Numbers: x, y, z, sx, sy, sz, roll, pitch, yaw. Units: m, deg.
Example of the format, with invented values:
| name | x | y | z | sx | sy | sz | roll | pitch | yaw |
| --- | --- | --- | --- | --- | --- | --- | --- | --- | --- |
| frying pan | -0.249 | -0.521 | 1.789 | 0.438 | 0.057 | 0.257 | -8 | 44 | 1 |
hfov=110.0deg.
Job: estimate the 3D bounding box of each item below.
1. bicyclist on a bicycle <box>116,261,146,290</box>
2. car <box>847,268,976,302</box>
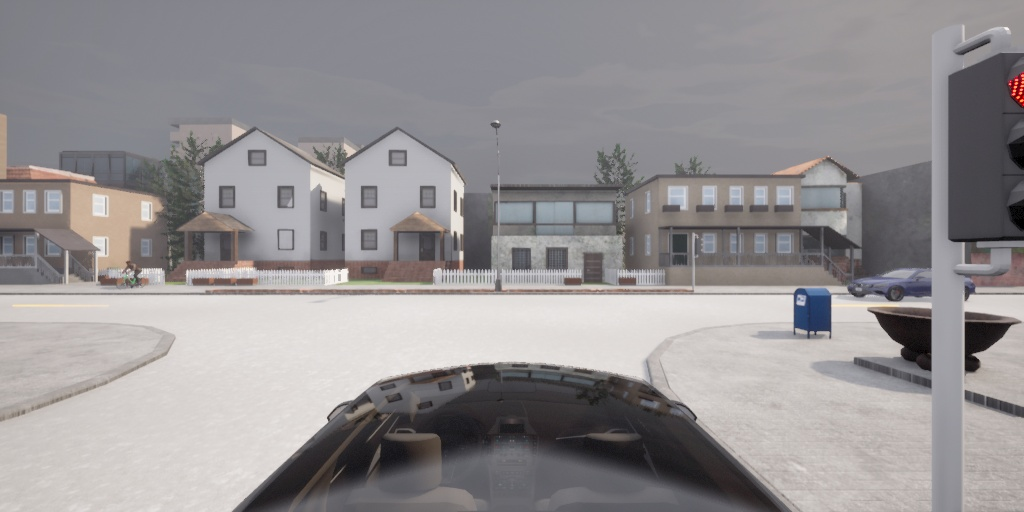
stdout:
| name | x | y | z | sx | sy | sz | roll | pitch | yaw |
| --- | --- | --- | --- | --- | --- | --- | --- | --- | --- |
| bicyclist on a bicycle | -21.872 | 1.094 | 20.604 | 0.582 | 1.620 | 1.656 | 0 | 0 | 0 |
| car | 18.188 | 1.272 | 16.401 | 4.674 | 1.442 | 1.812 | 0 | 0 | 0 |
